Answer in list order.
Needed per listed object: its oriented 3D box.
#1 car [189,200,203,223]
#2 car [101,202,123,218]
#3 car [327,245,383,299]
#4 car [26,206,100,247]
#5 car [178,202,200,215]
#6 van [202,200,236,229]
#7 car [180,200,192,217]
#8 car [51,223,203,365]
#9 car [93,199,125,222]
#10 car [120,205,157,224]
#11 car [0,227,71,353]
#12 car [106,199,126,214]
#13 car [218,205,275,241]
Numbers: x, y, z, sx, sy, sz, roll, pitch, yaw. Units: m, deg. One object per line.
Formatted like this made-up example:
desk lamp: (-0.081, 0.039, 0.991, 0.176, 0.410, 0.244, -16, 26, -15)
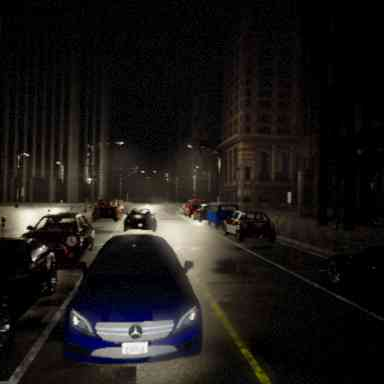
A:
car: (1.282, 1.814, 29.389, 1.967, 1.590, 4.097, 1, -1, -9)
car: (-7.977, 1.740, 33.444, 1.752, 1.417, 4.829, 1, -1, -9)
car: (4.730, 1.758, 7.249, 1.947, 1.339, 4.313, 1, -1, -9)
car: (-4.551, 1.474, 11.472, 1.967, 1.590, 4.097, 1, -1, -9)
car: (-0.445, 2.016, 40.458, 2.008, 1.369, 4.403, 1, -1, -9)
van: (2.146, 1.669, 23.856, 1.690, 1.788, 3.998, 1, -1, -9)
car: (0.422, 1.735, 34.926, 2.192, 1.841, 5.009, 1, -1, -9)
car: (-1.029, 1.576, 6.167, 1.812, 1.442, 4.674, 1, -1, -9)
car: (-7.137, 1.485, 28.079, 2.192, 1.841, 5.009, 1, -1, -9)
car: (-3.262, 1.740, 21.163, 1.994, 1.385, 4.181, 1, -1, -9)
car: (-3.691, 1.554, 5.935, 1.947, 1.339, 4.313, 1, -1, -9)
car: (-8.864, 1.702, 39.148, 1.967, 1.590, 4.097, 1, -1, -9)
car: (3.007, 1.723, 18.320, 1.967, 1.590, 4.097, 1, -1, -9)
